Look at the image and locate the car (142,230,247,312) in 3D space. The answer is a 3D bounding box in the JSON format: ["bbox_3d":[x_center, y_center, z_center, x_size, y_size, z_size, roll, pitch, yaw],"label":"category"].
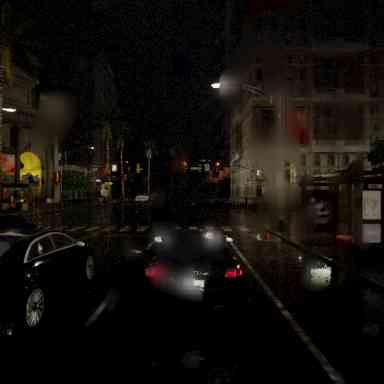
[{"bbox_3d":[0.052,1.564,7.790,1.994,1.385,4.181,0,0,0],"label":"car"}]

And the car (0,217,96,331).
[{"bbox_3d":[-3.453,1.492,6.855,2.128,1.511,4.902,0,0,0],"label":"car"}]

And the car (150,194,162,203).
[{"bbox_3d":[-7.112,1.553,69.873,1.994,1.385,4.181,0,0,0],"label":"car"}]

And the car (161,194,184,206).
[{"bbox_3d":[-2.900,1.478,54.543,1.882,1.535,5.008,-1,1,-24],"label":"car"}]

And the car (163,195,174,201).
[{"bbox_3d":[-6.312,1.524,90.185,1.812,1.442,4.674,0,0,10],"label":"car"}]

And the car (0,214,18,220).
[{"bbox_3d":[-7.092,1.526,11.602,1.812,1.442,4.674,0,0,0],"label":"car"}]

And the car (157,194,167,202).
[{"bbox_3d":[-7.125,1.355,80.056,2.097,1.767,4.553,0,0,0],"label":"car"}]

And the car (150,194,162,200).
[{"bbox_3d":[-9.746,1.355,90.868,2.097,1.767,4.553,0,0,10],"label":"car"}]

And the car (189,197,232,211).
[{"bbox_3d":[2.457,1.601,41.466,4.718,1.301,1.895,0,0,-22],"label":"car"}]

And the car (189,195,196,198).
[{"bbox_3d":[0.382,1.553,87.857,1.994,1.385,4.181,0,0,10],"label":"car"}]

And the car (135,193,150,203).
[{"bbox_3d":[-10.613,1.225,70.677,2.150,2.045,5.566,0,0,0],"label":"car"}]

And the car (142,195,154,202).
[{"bbox_3d":[-10.626,1.540,80.693,2.033,1.411,5.357,0,0,0],"label":"car"}]
